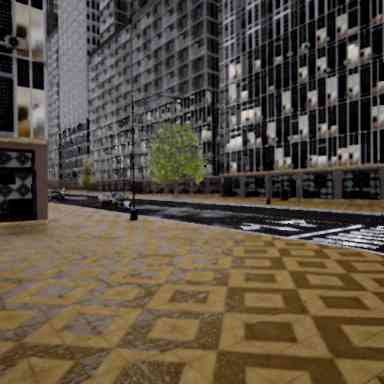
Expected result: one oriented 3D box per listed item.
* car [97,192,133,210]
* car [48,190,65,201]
[{"bbox_3d":[-7.182,0.796,31.024,2.128,1.511,4.902,-1,2,-38],"label":"car"},{"bbox_3d":[-19.368,0.491,46.726,1.837,1.490,4.892,-1,2,-38],"label":"car"}]
